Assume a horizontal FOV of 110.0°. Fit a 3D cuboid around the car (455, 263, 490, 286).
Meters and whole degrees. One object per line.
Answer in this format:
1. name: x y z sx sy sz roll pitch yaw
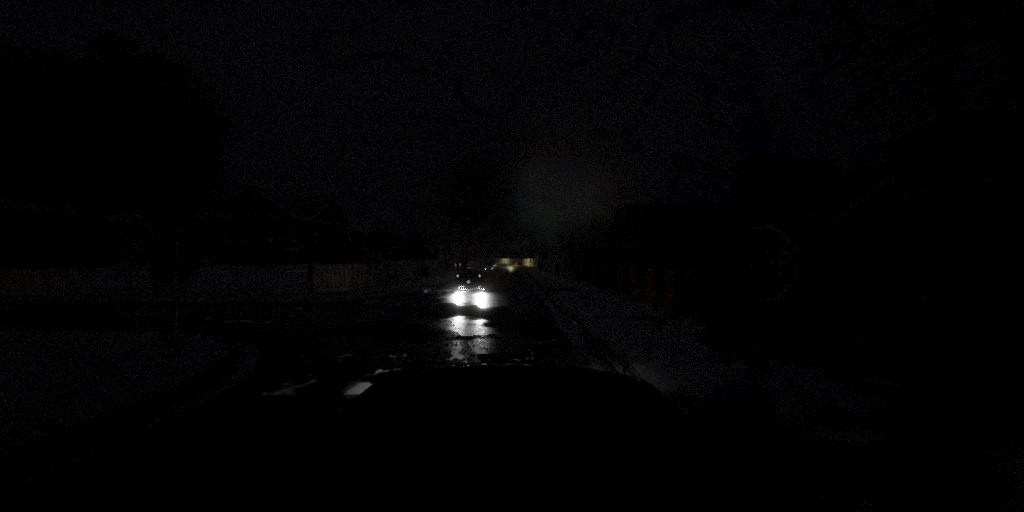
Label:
1. car: -2.794 1.355 25.297 1.895 1.301 4.718 0 0 0
